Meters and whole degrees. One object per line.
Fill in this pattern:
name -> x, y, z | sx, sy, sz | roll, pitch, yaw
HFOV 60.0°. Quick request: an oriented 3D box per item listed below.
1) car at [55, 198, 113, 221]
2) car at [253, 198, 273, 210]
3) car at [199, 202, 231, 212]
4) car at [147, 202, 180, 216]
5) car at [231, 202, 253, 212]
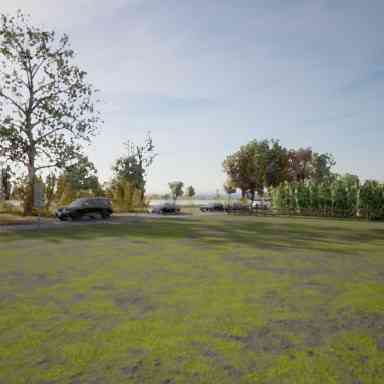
car -> -9.908, 1.568, 31.063 | 2.150, 2.045, 5.566 | -1, -1, 34
car -> 12.516, 2.057, 58.158 | 2.150, 2.045, 5.566 | -1, -2, 35
car -> 3.261, 2.244, 49.807 | 2.033, 1.411, 5.357 | -1, -2, 35
car -> -3.386, 2.015, 40.365 | 2.128, 1.511, 4.902 | -1, -2, 35
car -> 6.582, 2.223, 49.572 | 2.033, 1.411, 5.357 | -1, -2, 35
